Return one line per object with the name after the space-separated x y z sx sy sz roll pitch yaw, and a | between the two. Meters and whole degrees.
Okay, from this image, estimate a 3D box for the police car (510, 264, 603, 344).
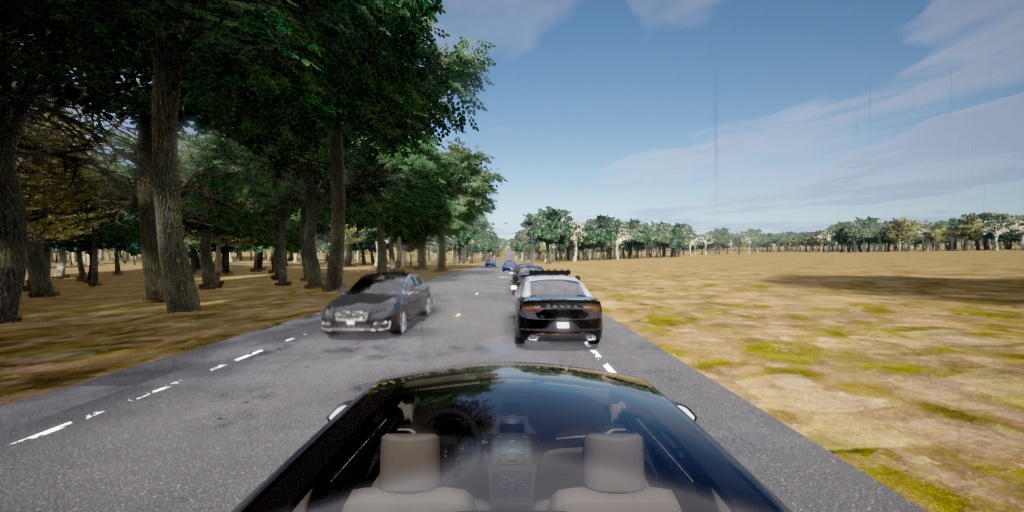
0.998 1.173 9.701 1.930 1.638 5.238 0 0 0 | police car

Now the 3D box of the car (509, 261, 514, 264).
0.893 1.279 25.596 1.812 1.442 4.674 0 0 0 | car

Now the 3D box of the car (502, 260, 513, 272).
-0.273 1.347 47.289 1.994 1.385 4.181 0 0 0 | car

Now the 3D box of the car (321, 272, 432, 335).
-3.657 1.253 10.520 1.837 1.490 4.892 0 0 0 | car

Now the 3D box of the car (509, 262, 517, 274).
0.932 1.256 19.593 1.837 1.490 4.892 0 0 0 | car

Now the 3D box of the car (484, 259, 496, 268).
-3.919 1.329 65.039 1.882 1.535 5.008 0 0 0 | car
